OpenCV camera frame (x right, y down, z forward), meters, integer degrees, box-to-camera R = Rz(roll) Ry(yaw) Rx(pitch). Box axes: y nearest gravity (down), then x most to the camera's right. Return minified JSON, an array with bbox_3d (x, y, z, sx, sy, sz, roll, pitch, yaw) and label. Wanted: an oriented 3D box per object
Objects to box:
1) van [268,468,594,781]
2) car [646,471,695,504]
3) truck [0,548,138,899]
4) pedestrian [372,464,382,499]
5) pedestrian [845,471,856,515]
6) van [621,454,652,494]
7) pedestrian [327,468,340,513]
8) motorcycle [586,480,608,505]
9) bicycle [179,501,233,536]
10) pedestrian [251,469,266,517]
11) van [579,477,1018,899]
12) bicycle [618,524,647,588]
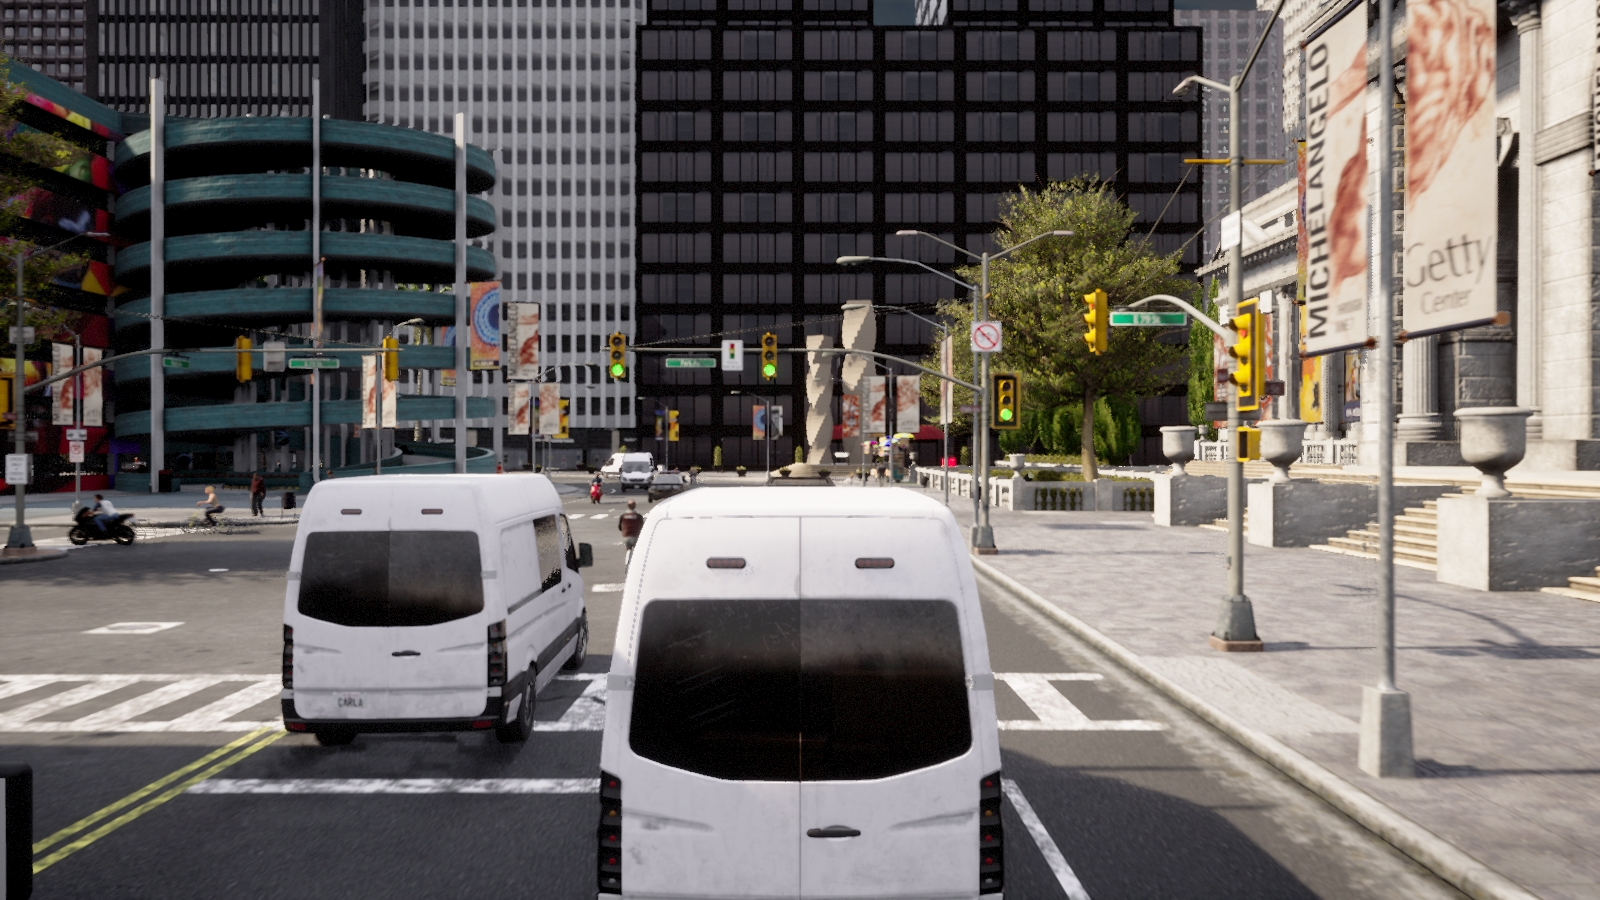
[{"bbox_3d":[-3.686,1.535,12.732,1.988,2.561,5.915,0,0,-3],"label":"van"},{"bbox_3d":[-6.946,1.984,61.686,2.097,1.638,5.238,0,0,-1],"label":"car"},{"bbox_3d":[-3.503,1.573,1.175,2.627,2.467,5.204,0,0,0],"label":"truck"},{"bbox_3d":[-22.529,1.697,60.908,0.375,1.860,0.375,0,0,4],"label":"pedestrian"},{"bbox_3d":[2.156,1.850,49.076,0.375,1.860,0.375,0,0,-18],"label":"pedestrian"},{"bbox_3d":[-11.037,1.536,76.954,1.988,2.561,5.915,0,0,-9],"label":"van"},{"bbox_3d":[-19.635,1.700,48.066,0.375,1.860,0.375,0,0,9],"label":"pedestrian"},{"bbox_3d":[-10.527,2.183,59.318,0.856,1.236,1.805,0,0,0],"label":"motorcycle"},{"bbox_3d":[-19.634,2.257,37.815,1.487,1.080,0.859,0,-1,-21],"label":"bicycle"},{"bbox_3d":[-21.239,1.698,44.807,0.375,1.860,0.375,0,0,5],"label":"pedestrian"},{"bbox_3d":[-0.011,1.534,8.132,1.988,2.561,5.915,0,0,0],"label":"van"},{"bbox_3d":[-3.518,2.210,24.052,0.329,1.171,1.835,0,0,0],"label":"bicycle"}]
